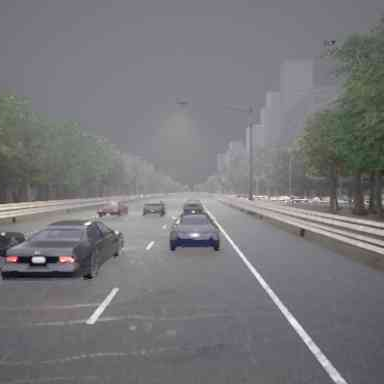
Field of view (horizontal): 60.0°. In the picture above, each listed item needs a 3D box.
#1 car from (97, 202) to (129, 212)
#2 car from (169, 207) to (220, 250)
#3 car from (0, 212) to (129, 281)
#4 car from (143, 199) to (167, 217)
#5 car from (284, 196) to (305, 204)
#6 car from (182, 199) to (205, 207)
[{"bbox_3d":[-6.888,1.543,29.586,1.895,1.301,4.718,0,0,0],"label":"car"},{"bbox_3d":[0.106,1.551,14.228,1.994,1.385,4.181,0,0,0],"label":"car"},{"bbox_3d":[-3.398,1.543,9.872,2.033,1.411,5.357,0,0,0],"label":"car"},{"bbox_3d":[-3.389,1.428,30.995,2.128,1.511,4.902,0,0,0],"label":"car"},{"bbox_3d":[20.288,1.530,65.347,2.128,1.511,4.902,0,1,-37],"label":"car"},{"bbox_3d":[0.114,1.441,31.091,1.837,1.490,4.892,0,0,0],"label":"car"}]
